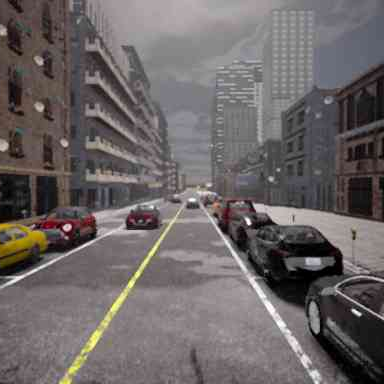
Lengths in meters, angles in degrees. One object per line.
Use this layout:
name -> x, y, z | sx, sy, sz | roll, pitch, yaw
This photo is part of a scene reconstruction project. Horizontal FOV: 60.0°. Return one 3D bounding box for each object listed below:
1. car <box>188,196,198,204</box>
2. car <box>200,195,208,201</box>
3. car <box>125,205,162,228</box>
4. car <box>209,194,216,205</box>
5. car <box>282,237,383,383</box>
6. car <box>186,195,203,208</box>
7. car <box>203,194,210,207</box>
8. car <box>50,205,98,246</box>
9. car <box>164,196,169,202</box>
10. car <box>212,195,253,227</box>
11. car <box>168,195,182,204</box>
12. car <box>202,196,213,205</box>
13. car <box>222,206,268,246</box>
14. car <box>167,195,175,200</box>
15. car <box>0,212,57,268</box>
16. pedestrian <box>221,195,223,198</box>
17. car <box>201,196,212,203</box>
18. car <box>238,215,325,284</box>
car -> 0.141, 1.520, 64.165 | 1.895, 1.301, 4.718 | 0, 0, 0
car -> 2.857, 1.469, 81.916 | 1.802, 1.307, 4.206 | -1, 0, 0
car -> -3.052, 1.541, 21.744 | 1.994, 1.385, 4.181 | 0, 0, 0
car -> 3.069, 1.316, 31.571 | 2.097, 1.767, 4.553 | 0, 0, 0
car -> 2.685, 1.556, 3.807 | 2.008, 1.369, 4.403 | -1, 0, 0
car -> 0.113, 1.493, 46.411 | 2.033, 1.411, 5.357 | 0, 0, 0
car -> 2.746, 1.257, 48.437 | 2.192, 1.841, 5.009 | -1, 0, 0
car -> -5.672, 1.425, 14.927 | 1.967, 1.590, 4.097 | -1, 0, 0
car -> -5.536, 1.480, 76.309 | 1.802, 1.307, 4.206 | -1, 0, 0
car -> 2.684, 1.294, 20.538 | 2.192, 1.841, 5.009 | -1, 0, 0
car -> -2.887, 1.523, 62.257 | 1.895, 1.301, 4.718 | 0, 0, 1
car -> 2.798, 1.451, 59.767 | 1.752, 1.417, 4.829 | -1, 0, 0
car -> 2.677, 1.551, 14.959 | 1.947, 1.339, 4.313 | -1, 0, 0
car -> -5.511, 1.422, 87.469 | 1.887, 1.381, 4.507 | -1, 0, 0
car -> -5.684, 1.517, 9.177 | 1.752, 1.417, 4.829 | -1, 0, 0
pedestrian -> 3.075, 1.256, 34.362 | 0.375, 1.860, 0.375 | -1, 1, 0
car -> 2.824, 1.468, 65.176 | 2.008, 1.369, 4.403 | -1, 0, 0
car -> 2.665, 1.557, 9.379 | 1.947, 1.339, 4.313 | -1, 0, 0
